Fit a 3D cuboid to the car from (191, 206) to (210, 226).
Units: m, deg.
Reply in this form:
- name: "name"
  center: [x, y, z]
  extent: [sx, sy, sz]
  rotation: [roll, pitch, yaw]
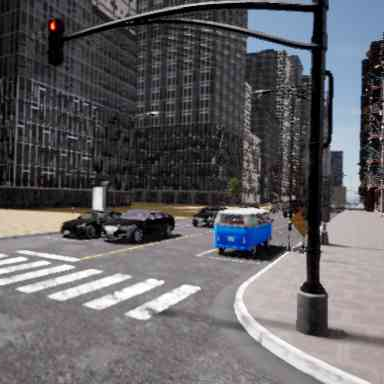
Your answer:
- name: "car"
  center: [1.615, 1.875, 25.945]
  extent: [1.837, 1.490, 4.892]
  rotation: [2, -1, 27]

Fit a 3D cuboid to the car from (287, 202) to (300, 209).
- name: "car"
  center: [22.157, 2.973, 72.627]
  extent: [2.008, 1.369, 4.403]
  rotation: [2, -1, 27]

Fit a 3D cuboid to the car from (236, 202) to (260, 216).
- name: "car"
  center: [7.266, 2.132, 42.970]
  extent: [1.967, 1.590, 4.097]
  rotation: [2, -1, 27]

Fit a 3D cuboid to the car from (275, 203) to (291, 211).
- name: "car"
  center: [17.193, 2.728, 62.742]
  extent: [2.008, 1.369, 4.403]
  rotation: [2, -1, 27]

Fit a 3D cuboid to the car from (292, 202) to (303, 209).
- name: "car"
  center: [24.640, 3.091, 77.570]
  extent: [1.887, 1.381, 4.507]
  rotation: [2, -1, 27]

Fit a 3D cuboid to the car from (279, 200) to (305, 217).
- name: "car"
  center: [12.939, 2.075, 41.492]
  extent: [2.150, 2.045, 5.566]
  rotation: [2, -1, 27]

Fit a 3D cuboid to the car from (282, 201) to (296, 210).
- name: "car"
  center: [19.679, 2.740, 67.686]
  extent: [1.967, 1.590, 4.097]
  rotation: [2, -1, 27]

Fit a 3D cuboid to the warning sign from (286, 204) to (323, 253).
- name: "warning sign"
  center: [4.738, 1.479, 13.958]
  extent: [1.300, 1.860, 1.060]
  rotation: [1, -1, 27]

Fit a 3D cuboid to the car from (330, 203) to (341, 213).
- name: "car"
  center: [24.678, 2.925, 58.977]
  extent: [2.008, 1.369, 4.403]
  rotation: [2, -1, 27]

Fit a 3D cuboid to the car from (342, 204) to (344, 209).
- name: "car"
  center: [34.610, 3.308, 78.750]
  extent: [1.967, 1.590, 4.097]
  rotation: [2, -1, 27]

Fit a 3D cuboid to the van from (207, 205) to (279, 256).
- name: "van"
  center: [2.344, 1.636, 14.492]
  extent: [1.690, 1.788, 3.998]
  rotation: [2, 0, 27]

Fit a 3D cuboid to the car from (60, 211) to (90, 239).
- name: "car"
  center: [-5.149, 1.663, 18.255]
  extent: [1.947, 1.339, 4.313]
  rotation: [2, 0, 27]

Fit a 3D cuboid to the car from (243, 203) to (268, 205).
- name: "car"
  center: [6.178, 2.114, 35.023]
  extent: [1.812, 1.442, 4.674]
  rotation: [2, -1, 27]

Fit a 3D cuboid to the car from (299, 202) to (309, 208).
- name: "car"
  center: [29.529, 3.317, 87.305]
  extent: [1.752, 1.417, 4.829]
  rotation: [2, -1, 27]

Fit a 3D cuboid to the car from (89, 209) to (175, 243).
- name: "car"
  center: [-2.659, 1.658, 17.441]
  extent: [2.128, 1.511, 4.902]
  rotation: [2, -1, 27]

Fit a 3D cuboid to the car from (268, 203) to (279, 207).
- name: "car"
  center: [12.153, 2.455, 52.704]
  extent: [1.752, 1.417, 4.829]
  rotation: [2, -1, 27]
